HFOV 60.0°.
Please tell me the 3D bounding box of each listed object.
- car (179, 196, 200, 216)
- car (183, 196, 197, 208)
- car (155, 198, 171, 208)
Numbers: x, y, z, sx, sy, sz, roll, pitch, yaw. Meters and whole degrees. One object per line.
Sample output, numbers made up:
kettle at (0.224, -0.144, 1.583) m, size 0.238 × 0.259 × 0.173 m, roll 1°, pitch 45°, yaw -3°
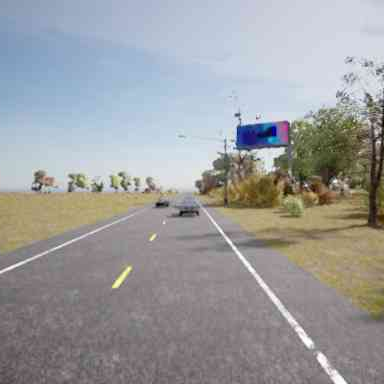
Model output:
car at (-0.227, 1.420, 30.974) m, size 2.033 × 1.411 × 5.357 m, roll 0°, pitch 0°, yaw 0°
car at (-0.319, 1.317, 45.799) m, size 1.837 × 1.490 × 4.892 m, roll 0°, pitch 0°, yaw 0°
car at (-3.880, 1.438, 45.017) m, size 1.895 × 1.301 × 4.718 m, roll 0°, pitch 0°, yaw 0°
